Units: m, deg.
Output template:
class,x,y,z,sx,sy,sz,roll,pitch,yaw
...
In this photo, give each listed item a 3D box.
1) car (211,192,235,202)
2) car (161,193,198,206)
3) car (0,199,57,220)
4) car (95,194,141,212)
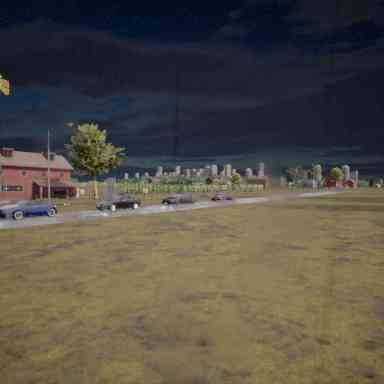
class,x,y,z,sx,sy,sz,roll,pitch,yaw
car,4.485,0.680,48.240,1.994,1.385,4.181,1,2,36
car,-1.375,0.871,40.191,2.033,1.411,5.357,1,2,36
car,-12.369,1.267,25.014,1.994,1.385,4.181,1,2,34
car,-7.093,1.028,32.298,1.837,1.490,4.892,1,2,36
